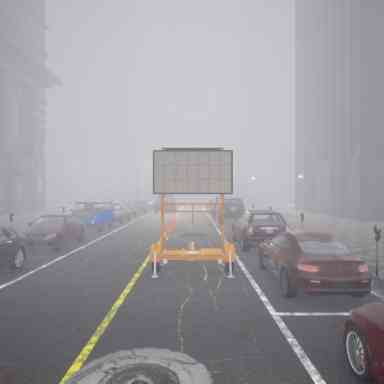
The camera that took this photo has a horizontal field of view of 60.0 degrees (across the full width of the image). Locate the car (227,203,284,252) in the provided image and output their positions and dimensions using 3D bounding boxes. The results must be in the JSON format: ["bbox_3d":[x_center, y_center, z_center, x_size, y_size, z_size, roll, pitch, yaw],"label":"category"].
[{"bbox_3d":[2.790,1.441,13.878,1.967,1.590,4.097,0,0,0],"label":"car"}]

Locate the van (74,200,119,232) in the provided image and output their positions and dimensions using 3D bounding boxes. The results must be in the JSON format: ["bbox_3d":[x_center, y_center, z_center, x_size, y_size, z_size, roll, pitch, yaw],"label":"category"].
[{"bbox_3d":[-5.722,1.344,19.530,1.690,1.788,3.998,0,0,0],"label":"van"}]

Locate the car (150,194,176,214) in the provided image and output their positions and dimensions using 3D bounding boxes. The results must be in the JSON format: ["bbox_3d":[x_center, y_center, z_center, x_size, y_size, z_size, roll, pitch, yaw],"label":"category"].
[{"bbox_3d":[-2.906,1.235,36.506,2.150,2.045,5.566,0,0,1],"label":"car"}]

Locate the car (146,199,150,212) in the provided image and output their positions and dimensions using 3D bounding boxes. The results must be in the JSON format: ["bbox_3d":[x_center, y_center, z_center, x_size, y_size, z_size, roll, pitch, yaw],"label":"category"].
[{"bbox_3d":[-5.683,1.580,36.439,1.947,1.339,4.313,0,0,0],"label":"car"}]

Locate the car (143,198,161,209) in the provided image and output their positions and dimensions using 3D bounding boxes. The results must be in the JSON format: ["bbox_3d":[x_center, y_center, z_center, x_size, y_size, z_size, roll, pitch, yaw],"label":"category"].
[{"bbox_3d":[-5.657,1.575,47.713,2.008,1.369,4.403,0,0,0],"label":"car"}]

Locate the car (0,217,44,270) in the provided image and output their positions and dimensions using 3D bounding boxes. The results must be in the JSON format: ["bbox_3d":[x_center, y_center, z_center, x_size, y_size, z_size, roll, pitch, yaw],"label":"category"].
[{"bbox_3d":[-5.747,1.551,8.256,2.008,1.369,4.403,0,0,0],"label":"car"}]

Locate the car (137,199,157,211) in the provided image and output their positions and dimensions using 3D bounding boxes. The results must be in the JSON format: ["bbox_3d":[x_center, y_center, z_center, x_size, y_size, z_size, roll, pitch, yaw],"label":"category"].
[{"bbox_3d":[-5.670,1.585,42.076,1.947,1.339,4.313,0,0,0],"label":"car"}]

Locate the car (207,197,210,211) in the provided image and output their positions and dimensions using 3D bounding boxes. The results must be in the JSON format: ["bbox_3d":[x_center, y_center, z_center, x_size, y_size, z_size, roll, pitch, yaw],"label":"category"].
[{"bbox_3d":[2.828,1.324,30.786,2.192,1.841,5.009,0,0,0],"label":"car"}]

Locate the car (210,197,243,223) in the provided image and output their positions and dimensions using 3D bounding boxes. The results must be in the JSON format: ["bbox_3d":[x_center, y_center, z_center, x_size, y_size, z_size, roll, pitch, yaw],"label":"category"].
[{"bbox_3d":[2.815,1.321,25.150,2.192,1.841,5.009,0,0,0],"label":"car"}]

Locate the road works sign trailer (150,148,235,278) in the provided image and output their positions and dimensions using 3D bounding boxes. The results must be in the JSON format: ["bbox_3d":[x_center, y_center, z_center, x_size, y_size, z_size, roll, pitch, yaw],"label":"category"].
[{"bbox_3d":[0.023,0.465,10.138,2.380,3.560,2.880,0,0,0],"label":"road works sign trailer"}]

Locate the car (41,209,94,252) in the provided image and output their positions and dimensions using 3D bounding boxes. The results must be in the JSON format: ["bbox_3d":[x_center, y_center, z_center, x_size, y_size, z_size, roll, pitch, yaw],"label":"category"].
[{"bbox_3d":[-5.734,1.583,13.893,1.802,1.307,4.206,0,0,0],"label":"car"}]

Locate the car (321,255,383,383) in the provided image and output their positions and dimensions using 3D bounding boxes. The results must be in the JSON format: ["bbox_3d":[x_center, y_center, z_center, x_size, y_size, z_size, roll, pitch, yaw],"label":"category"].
[{"bbox_3d":[2.765,1.582,2.606,1.802,1.307,4.206,0,0,0],"label":"car"}]

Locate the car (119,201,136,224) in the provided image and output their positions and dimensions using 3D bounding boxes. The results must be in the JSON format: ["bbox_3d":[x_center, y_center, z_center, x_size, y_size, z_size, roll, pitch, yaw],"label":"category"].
[{"bbox_3d":[-5.709,1.531,24.996,1.752,1.417,4.829,0,0,0],"label":"car"}]

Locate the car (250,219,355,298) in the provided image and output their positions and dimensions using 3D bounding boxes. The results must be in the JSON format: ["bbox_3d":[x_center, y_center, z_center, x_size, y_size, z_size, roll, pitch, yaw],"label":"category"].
[{"bbox_3d":[2.778,1.582,8.242,1.802,1.307,4.206,0,0,0],"label":"car"}]

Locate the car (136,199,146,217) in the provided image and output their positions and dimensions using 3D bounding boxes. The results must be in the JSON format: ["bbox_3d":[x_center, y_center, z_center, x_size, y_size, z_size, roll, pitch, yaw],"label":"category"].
[{"bbox_3d":[-5.695,1.591,30.803,1.802,1.307,4.206,0,0,0],"label":"car"}]
